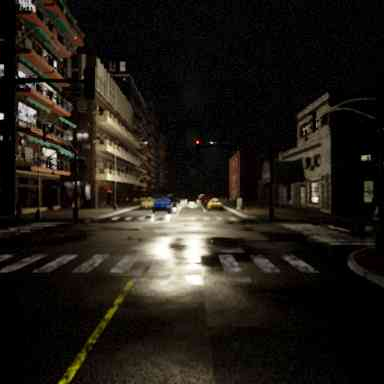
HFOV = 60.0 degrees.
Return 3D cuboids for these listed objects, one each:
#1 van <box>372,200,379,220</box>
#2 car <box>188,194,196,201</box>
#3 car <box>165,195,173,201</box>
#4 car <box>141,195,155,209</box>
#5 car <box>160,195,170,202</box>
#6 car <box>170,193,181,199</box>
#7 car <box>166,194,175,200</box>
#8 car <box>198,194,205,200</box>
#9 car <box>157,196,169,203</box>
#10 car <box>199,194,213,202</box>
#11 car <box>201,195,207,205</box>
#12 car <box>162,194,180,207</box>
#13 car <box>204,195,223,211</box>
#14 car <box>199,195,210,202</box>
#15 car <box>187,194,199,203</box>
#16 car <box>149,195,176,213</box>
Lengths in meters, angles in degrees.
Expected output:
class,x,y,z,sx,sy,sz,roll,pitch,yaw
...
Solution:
class,x,y,z,sx,sy,sz,roll,pitch,yaw
van,14.892,1.361,23.283,3.998,1.788,1.690,0,0,0
car,-0.025,1.262,75.602,1.882,1.535,5.008,0,0,0
car,-5.716,1.438,83.105,1.887,1.381,4.507,0,0,0
car,-5.703,1.448,44.160,1.752,1.417,4.829,0,0,0
car,-5.712,1.423,71.856,1.752,1.417,4.829,0,0,0
car,-3.074,1.405,59.443,1.837,1.490,4.892,0,2,0
car,-5.718,1.332,88.644,1.967,1.590,4.097,0,0,0
car,2.660,1.417,94.357,1.752,1.417,4.829,0,0,0
car,-5.711,1.451,66.487,2.008,1.369,4.403,0,0,0
car,2.675,1.225,55.412,2.192,1.841,5.009,0,0,0
car,2.676,1.498,49.873,1.802,1.307,4.206,0,0,0
car,-3.091,1.445,46.704,1.812,1.442,4.674,0,0,0
car,2.680,1.455,38.965,1.752,1.417,4.829,0,0,0
car,2.668,1.448,72.030,2.008,1.369,4.403,0,0,0
car,-0.022,1.449,65.183,2.033,1.411,5.357,0,0,0
car,-3.112,1.412,35.658,1.882,1.535,5.008,0,0,0
